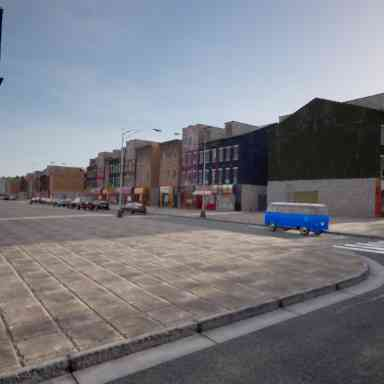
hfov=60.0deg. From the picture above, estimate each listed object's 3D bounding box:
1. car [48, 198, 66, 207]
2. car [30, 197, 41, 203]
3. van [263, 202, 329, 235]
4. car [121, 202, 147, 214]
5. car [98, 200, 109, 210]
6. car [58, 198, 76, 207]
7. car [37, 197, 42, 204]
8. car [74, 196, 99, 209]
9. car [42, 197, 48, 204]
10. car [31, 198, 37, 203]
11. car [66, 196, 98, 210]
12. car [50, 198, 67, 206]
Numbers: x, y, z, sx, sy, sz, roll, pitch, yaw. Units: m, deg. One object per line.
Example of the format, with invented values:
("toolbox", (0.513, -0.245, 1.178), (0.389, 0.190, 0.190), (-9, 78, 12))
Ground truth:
("car", (-20.686, 1.710, 52.710), (2.033, 1.411, 5.357), (3, -2, -36))
("car", (-38.615, 2.011, 82.057), (1.802, 1.307, 4.206), (3, -2, -36))
("van", (6.171, 1.555, 19.992), (1.690, 1.788, 3.998), (3, -2, -36))
("car", (-6.630, 1.809, 37.722), (1.802, 1.307, 4.206), (3, -2, -36))
("car", (-13.026, 1.814, 46.590), (1.947, 1.339, 4.313), (3, -2, -36))
("car", (-22.621, 1.844, 59.891), (1.887, 1.381, 4.507), (3, -2, -36))
("car", (-32.218, 1.953, 73.191), (1.802, 1.307, 4.206), (3, -2, -36))
("car", (-16.216, 1.578, 51.029), (2.192, 1.841, 5.009), (3, -2, -36))
("car", (-29.117, 1.871, 68.897), (1.752, 1.417, 4.829), (3, -2, -36))
("car", (-35.412, 1.839, 77.628), (1.967, 1.590, 4.097), (3, -2, -36))
("car", (-14.860, 1.490, 44.738), (2.097, 1.767, 4.553), (3, -2, -35))
("car", (-25.820, 1.887, 64.324), (1.947, 1.339, 4.313), (3, -2, -36))
